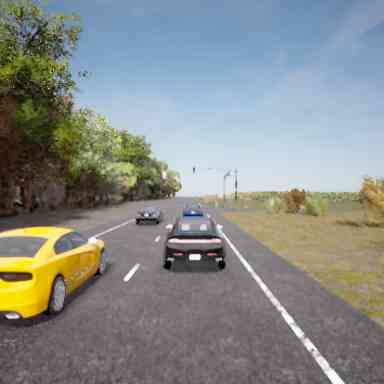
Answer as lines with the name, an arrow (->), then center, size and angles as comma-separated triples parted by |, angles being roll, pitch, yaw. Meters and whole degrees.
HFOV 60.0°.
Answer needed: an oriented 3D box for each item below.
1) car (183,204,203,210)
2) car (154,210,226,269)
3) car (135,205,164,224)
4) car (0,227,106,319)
car -> 0.102, 1.850, 32.363 | 1.994, 1.385, 4.181 | 0, -1, 0
car -> 0.089, 1.597, 11.580 | 2.128, 1.511, 4.902 | 0, 0, 0
car -> -3.398, 1.790, 27.326 | 2.033, 1.411, 5.357 | 0, -1, 0
car -> -3.419, 1.548, 7.673 | 1.882, 1.535, 5.008 | 0, 0, 0
